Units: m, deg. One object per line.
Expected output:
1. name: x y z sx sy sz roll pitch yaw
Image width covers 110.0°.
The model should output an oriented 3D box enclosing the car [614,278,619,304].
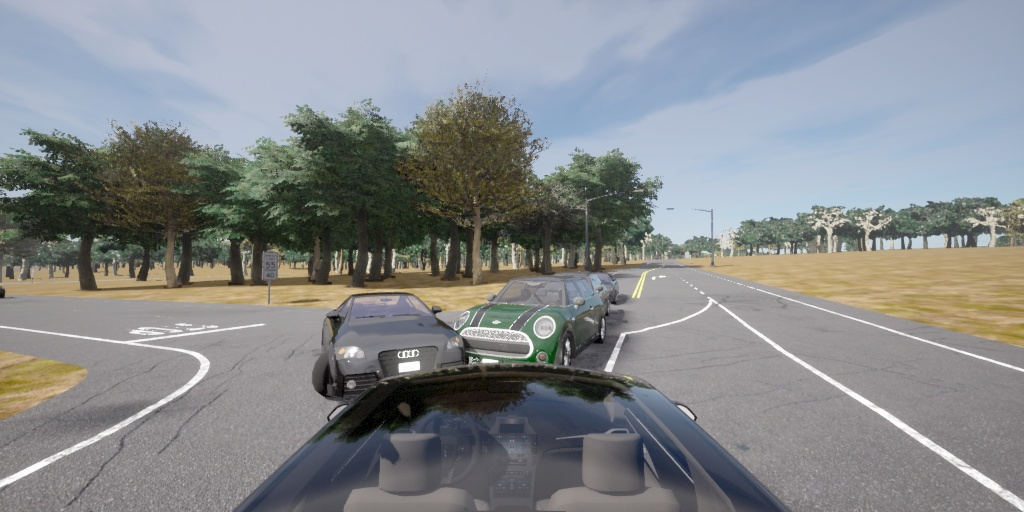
1. car: 4.219 1.509 17.844 1.994 1.385 4.181 -1 0 19

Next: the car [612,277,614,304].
1. car: 2.025 1.344 12.117 2.097 1.767 4.553 -1 -1 21

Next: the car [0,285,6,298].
1. car: -40.859 2.560 27.362 4.181 1.385 1.994 -2 -3 22

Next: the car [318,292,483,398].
1. car: -2.353 1.376 6.599 1.994 1.385 4.181 1 -2 -29

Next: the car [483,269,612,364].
1. car: 0.619 1.218 7.804 2.097 1.767 4.553 -1 -2 26
